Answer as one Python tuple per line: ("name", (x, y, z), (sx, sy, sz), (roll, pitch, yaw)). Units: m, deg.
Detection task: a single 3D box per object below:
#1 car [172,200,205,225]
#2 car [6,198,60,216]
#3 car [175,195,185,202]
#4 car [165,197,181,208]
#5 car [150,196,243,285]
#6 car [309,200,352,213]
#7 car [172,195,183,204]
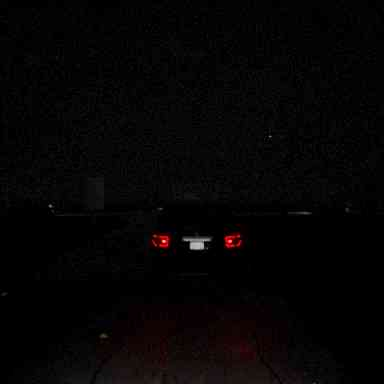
("car", (-0.398, 1.456, 25.064), (1.882, 1.535, 5.008), (0, 0, -8))
("car", (-15.371, 1.390, 32.386), (4.553, 1.767, 2.097), (-1, -1, -2))
("car", (-2.636, 1.504, 74.991), (2.033, 1.411, 5.357), (0, 0, 0))
("car", (-2.758, 1.534, 48.854), (1.994, 1.385, 4.181), (0, 0, 1))
("car", (0.110, 1.212, 9.638), (2.150, 2.045, 5.566), (0, 0, 0))
("car", (14.678, 1.514, 35.393), (4.181, 1.385, 1.994), (0, -1, -1))
("car", (-2.695, 1.446, 63.311), (1.882, 1.535, 5.008), (0, 0, 1))
